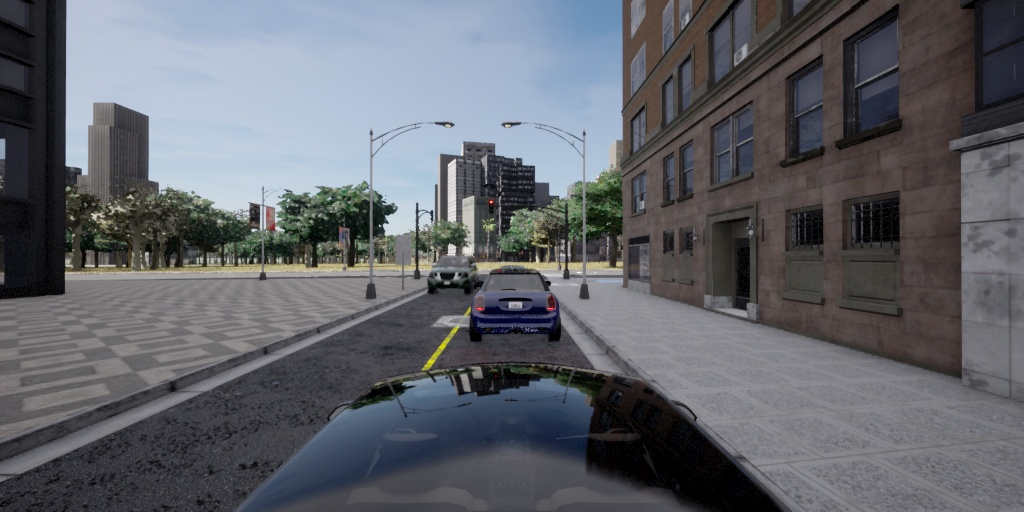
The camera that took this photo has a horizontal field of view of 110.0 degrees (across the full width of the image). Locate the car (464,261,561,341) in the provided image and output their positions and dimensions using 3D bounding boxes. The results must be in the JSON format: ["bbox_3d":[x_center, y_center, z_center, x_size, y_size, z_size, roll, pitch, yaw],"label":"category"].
[{"bbox_3d":[0.057,1.103,10.018,2.097,1.767,4.553,0,0,-1],"label":"car"}]

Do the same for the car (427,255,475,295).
[{"bbox_3d":[-3.137,0.975,20.137,2.150,2.045,5.566,0,0,0],"label":"car"}]
